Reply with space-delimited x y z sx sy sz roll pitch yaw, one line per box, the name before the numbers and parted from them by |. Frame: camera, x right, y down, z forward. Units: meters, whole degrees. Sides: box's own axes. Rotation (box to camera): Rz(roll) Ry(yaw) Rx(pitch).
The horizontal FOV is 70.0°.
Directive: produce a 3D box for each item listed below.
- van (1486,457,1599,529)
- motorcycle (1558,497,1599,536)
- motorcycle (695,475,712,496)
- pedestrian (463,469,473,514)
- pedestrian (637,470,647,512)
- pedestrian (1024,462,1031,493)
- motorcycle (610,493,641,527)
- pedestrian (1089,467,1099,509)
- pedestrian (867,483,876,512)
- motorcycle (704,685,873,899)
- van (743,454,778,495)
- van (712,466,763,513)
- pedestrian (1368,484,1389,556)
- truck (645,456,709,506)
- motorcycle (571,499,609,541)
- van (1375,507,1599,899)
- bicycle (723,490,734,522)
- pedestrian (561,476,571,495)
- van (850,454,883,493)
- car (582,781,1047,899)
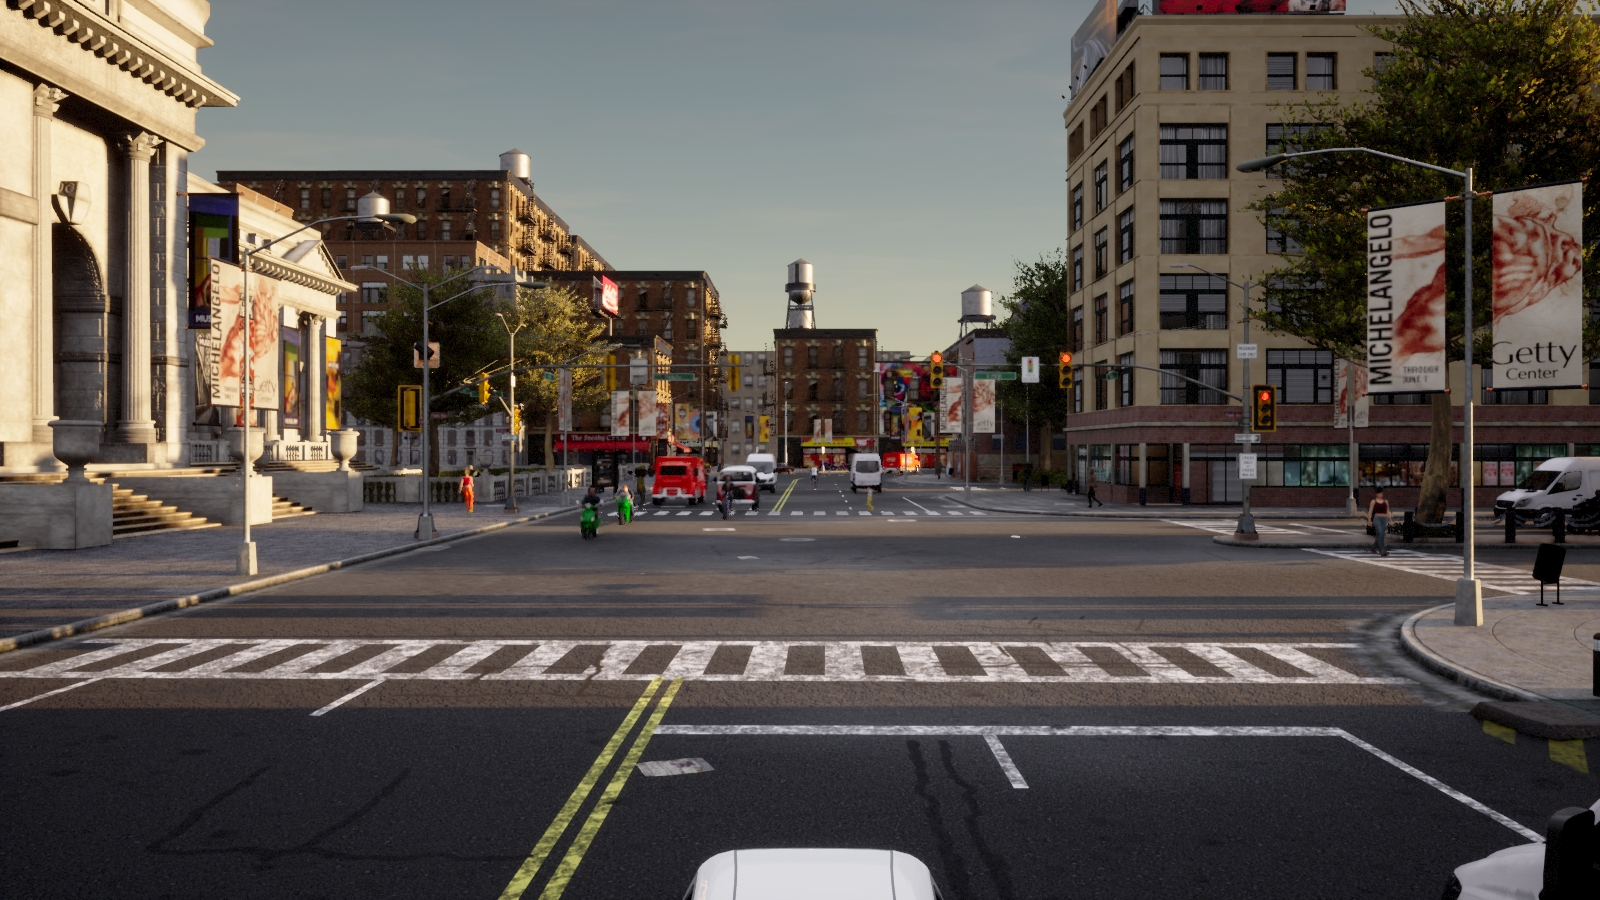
van | 28.485 1.534 41.518 5.915 2.561 1.988 0 0 1
motorcycle | 26.649 2.205 38.041 2.209 1.251 0.867 0 0 1
motorcycle | -6.097 2.205 72.160 0.867 1.251 2.209 0 0 1
pedestrian | -13.709 1.697 47.160 0.375 1.860 0.375 0 0 -9
pedestrian | -7.143 1.849 51.660 0.375 1.860 0.375 0 0 14
pedestrian | 14.061 1.696 70.639 0.375 1.860 0.375 0 0 -6
motorcycle | -6.466 2.213 42.487 0.803 1.145 2.033 0 0 1
pedestrian | 13.186 1.697 51.267 0.375 1.860 0.375 0 0 0
pedestrian | 3.208 2.128 51.188 0.375 1.300 0.375 0 0 3
motorcycle | -0.047 2.182 6.691 0.856 1.236 1.805 0 0 1
van | -2.556 1.534 74.631 1.988 2.561 5.915 0 0 1
van | -2.849 1.782 53.134 2.069 2.038 4.480 0 0 1
pedestrian | 15.302 1.848 30.229 0.375 1.860 0.375 0 0 6
truck | -6.270 1.589 58.858 2.627 2.467 5.204 0 -2 1
motorcycle | -6.581 2.182 35.916 0.856 1.236 1.805 0 0 1
van | 3.538 1.534 2.141 1.988 2.561 5.915 0 0 1
bicycle | -2.847 2.210 45.290 0.329 1.171 1.835 0 0 0
pedestrian | -13.603 2.076 66.516 0.500 1.100 0.500 0 0 -1
van | 4.486 1.534 78.035 1.988 2.561 5.915 0 0 1
car | 0.047 2.120 3.817 1.481 1.376 2.207 0 0 0
